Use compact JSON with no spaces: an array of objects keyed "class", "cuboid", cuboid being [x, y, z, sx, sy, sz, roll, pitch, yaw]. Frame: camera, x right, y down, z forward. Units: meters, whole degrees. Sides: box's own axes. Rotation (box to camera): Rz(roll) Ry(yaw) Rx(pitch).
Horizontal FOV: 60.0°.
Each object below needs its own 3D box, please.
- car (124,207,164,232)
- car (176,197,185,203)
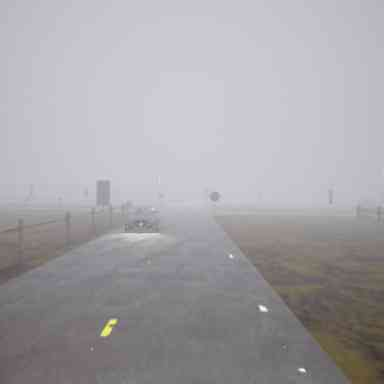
[{"class":"car","cuboid":[-2.820,1.590,20.314,1.994,1.385,4.181,0,0,0]},{"class":"car","cuboid":[-2.749,1.928,80.711,1.994,1.385,4.181,0,-1,0]}]
